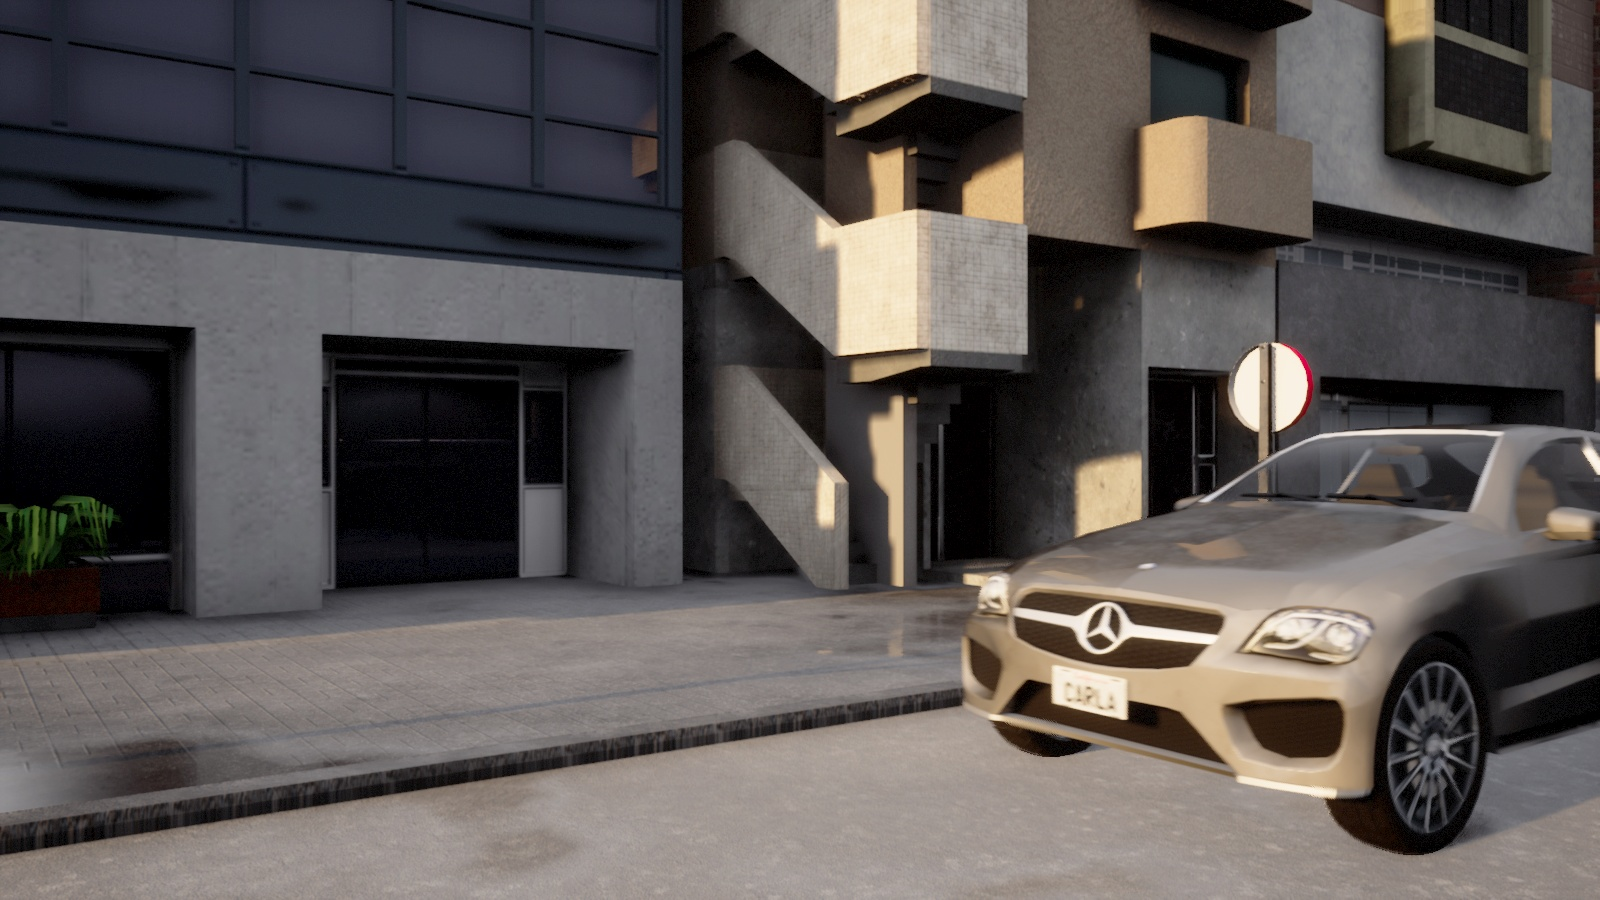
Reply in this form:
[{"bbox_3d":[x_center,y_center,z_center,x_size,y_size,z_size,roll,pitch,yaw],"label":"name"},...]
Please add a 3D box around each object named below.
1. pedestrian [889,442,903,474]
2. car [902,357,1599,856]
[{"bbox_3d":[5.502,0.463,71.853,0.402,1.842,0.726,0,0,-36],"label":"pedestrian"},{"bbox_3d":[3.162,0.512,6.470,5.027,1.651,2.152,0,0,-35],"label":"car"}]
